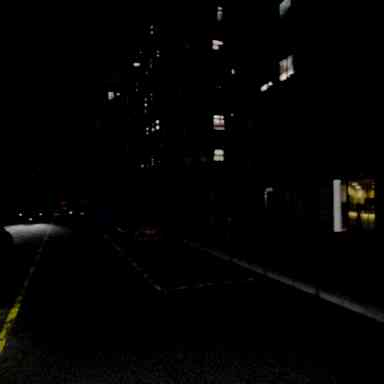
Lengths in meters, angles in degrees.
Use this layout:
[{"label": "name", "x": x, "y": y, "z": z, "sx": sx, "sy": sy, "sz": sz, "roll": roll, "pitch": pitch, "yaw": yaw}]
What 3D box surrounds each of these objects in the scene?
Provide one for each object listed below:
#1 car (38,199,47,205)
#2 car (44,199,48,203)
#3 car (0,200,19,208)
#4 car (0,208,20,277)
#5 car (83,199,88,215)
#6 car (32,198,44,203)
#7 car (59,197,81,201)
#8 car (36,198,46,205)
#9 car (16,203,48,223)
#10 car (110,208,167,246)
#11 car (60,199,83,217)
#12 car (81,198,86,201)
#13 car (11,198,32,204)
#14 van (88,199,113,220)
[{"label": "car", "x": -38.122, "y": 2.510, "z": 85.026, "sx": 1.802, "sy": 1.307, "sz": 4.206, "roll": 0, "pitch": 0, "yaw": -21}, {"label": "car", "x": -34.149, "y": 2.383, "z": 74.686, "sx": 1.947, "sy": 1.339, "sz": 4.313, "roll": 0, "pitch": 0, "yaw": -21}, {"label": "car", "x": -16.269, "y": 1.778, "z": 28.159, "sx": 1.967, "sy": 1.590, "sz": 4.097, "roll": 0, "pitch": 0, "yaw": -21}, {"label": "car", "x": -5.944, "y": 1.463, "z": 8.497, "sx": 2.097, "sy": 1.767, "sz": 4.553, "roll": -1, "pitch": -1, "yaw": -21}, {"label": "car", "x": -10.435, "y": 1.748, "z": 36.338, "sx": 1.967, "sy": 1.590, "sz": 4.097, "roll": 0, "pitch": 0, "yaw": -21}, {"label": "car", "x": -28.191, "y": 1.969, "z": 59.178, "sx": 2.192, "sy": 1.841, "sz": 5.009, "roll": 0, "pitch": 0, "yaw": -21}, {"label": "car", "x": -16.880, "y": 1.661, "z": 45.596, "sx": 2.150, "sy": 2.045, "sz": 5.566, "roll": -1, "pitch": 0, "yaw": -21}, {"label": "car", "x": -36.136, "y": 2.313, "z": 79.857, "sx": 1.967, "sy": 1.590, "sz": 4.097, "roll": 0, "pitch": 0, "yaw": -21}, {"label": "car", "x": -13.742, "y": 1.910, "z": 28.836, "sx": 1.895, "sy": 1.301, "sz": 4.718, "roll": -1, "pitch": 0, "yaw": -21}, {"label": "car", "x": -2.549, "y": 1.628, "z": 15.815, "sx": 1.752, "sy": 1.417, "sz": 4.829, "roll": 0, "pitch": 0, "yaw": -21}, {"label": "car", "x": -13.056, "y": 1.842, "z": 35.775, "sx": 1.837, "sy": 1.490, "sz": 4.892, "roll": -1, "pitch": 0, "yaw": -21}, {"label": "car", "x": -22.547, "y": 1.987, "z": 68.707, "sx": 2.097, "sy": 1.767, "sz": 4.553, "roll": -1, "pitch": 0, "yaw": -21}, {"label": "car", "x": -20.244, "y": 1.757, "z": 38.499, "sx": 2.192, "sy": 1.841, "sz": 5.009, "roll": 0, "pitch": 0, "yaw": -21}, {"label": "van", "x": -8.449, "y": 1.597, "z": 31.168, "sx": 1.690, "sy": 1.788, "sz": 3.998, "roll": 0, "pitch": 0, "yaw": -21}]
